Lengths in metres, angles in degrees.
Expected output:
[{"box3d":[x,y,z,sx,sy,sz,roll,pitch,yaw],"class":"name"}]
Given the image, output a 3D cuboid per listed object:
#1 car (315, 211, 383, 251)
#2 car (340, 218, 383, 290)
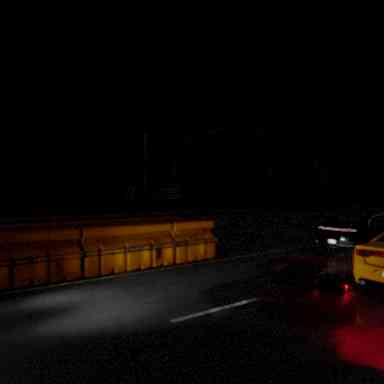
[{"box3d":[6.820,1.490,12.911,4.902,1.511,2.128,0,0,-35],"class":"car"},{"box3d":[5.852,1.476,7.922,5.008,1.535,1.882,0,0,-35],"class":"car"}]
